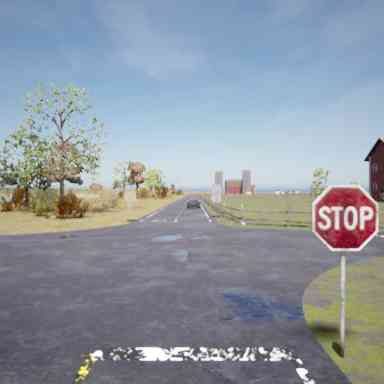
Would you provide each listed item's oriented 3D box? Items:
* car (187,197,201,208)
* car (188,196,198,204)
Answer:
[{"bbox_3d":[0.241,1.581,49.631,2.128,1.511,4.902,0,0,0],"label":"car"},{"bbox_3d":[0.201,1.669,71.032,2.033,1.411,5.357,0,0,0],"label":"car"}]
